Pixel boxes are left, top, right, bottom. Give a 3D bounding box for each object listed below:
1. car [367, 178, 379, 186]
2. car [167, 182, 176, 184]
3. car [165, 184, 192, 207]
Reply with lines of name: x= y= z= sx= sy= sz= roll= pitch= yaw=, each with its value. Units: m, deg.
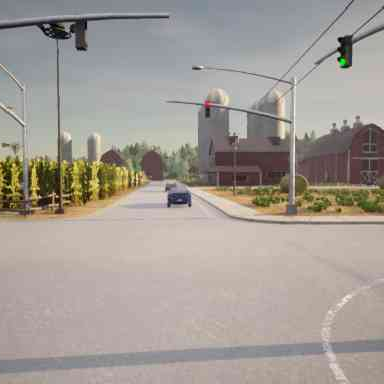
car: x=42.378 y=-2.329 z=77.516 sx=1.905 sy=1.878 sz=3.866 roll=10 pitch=10 yaw=41
car: x=-3.335 y=-0.811 z=52.831 sx=2.128 sy=1.511 sz=4.902 roll=0 pitch=3 yaw=-5
car: x=-1.109 y=0.346 z=27.600 sx=1.882 sy=1.535 sz=5.008 roll=0 pitch=3 yaw=-5
